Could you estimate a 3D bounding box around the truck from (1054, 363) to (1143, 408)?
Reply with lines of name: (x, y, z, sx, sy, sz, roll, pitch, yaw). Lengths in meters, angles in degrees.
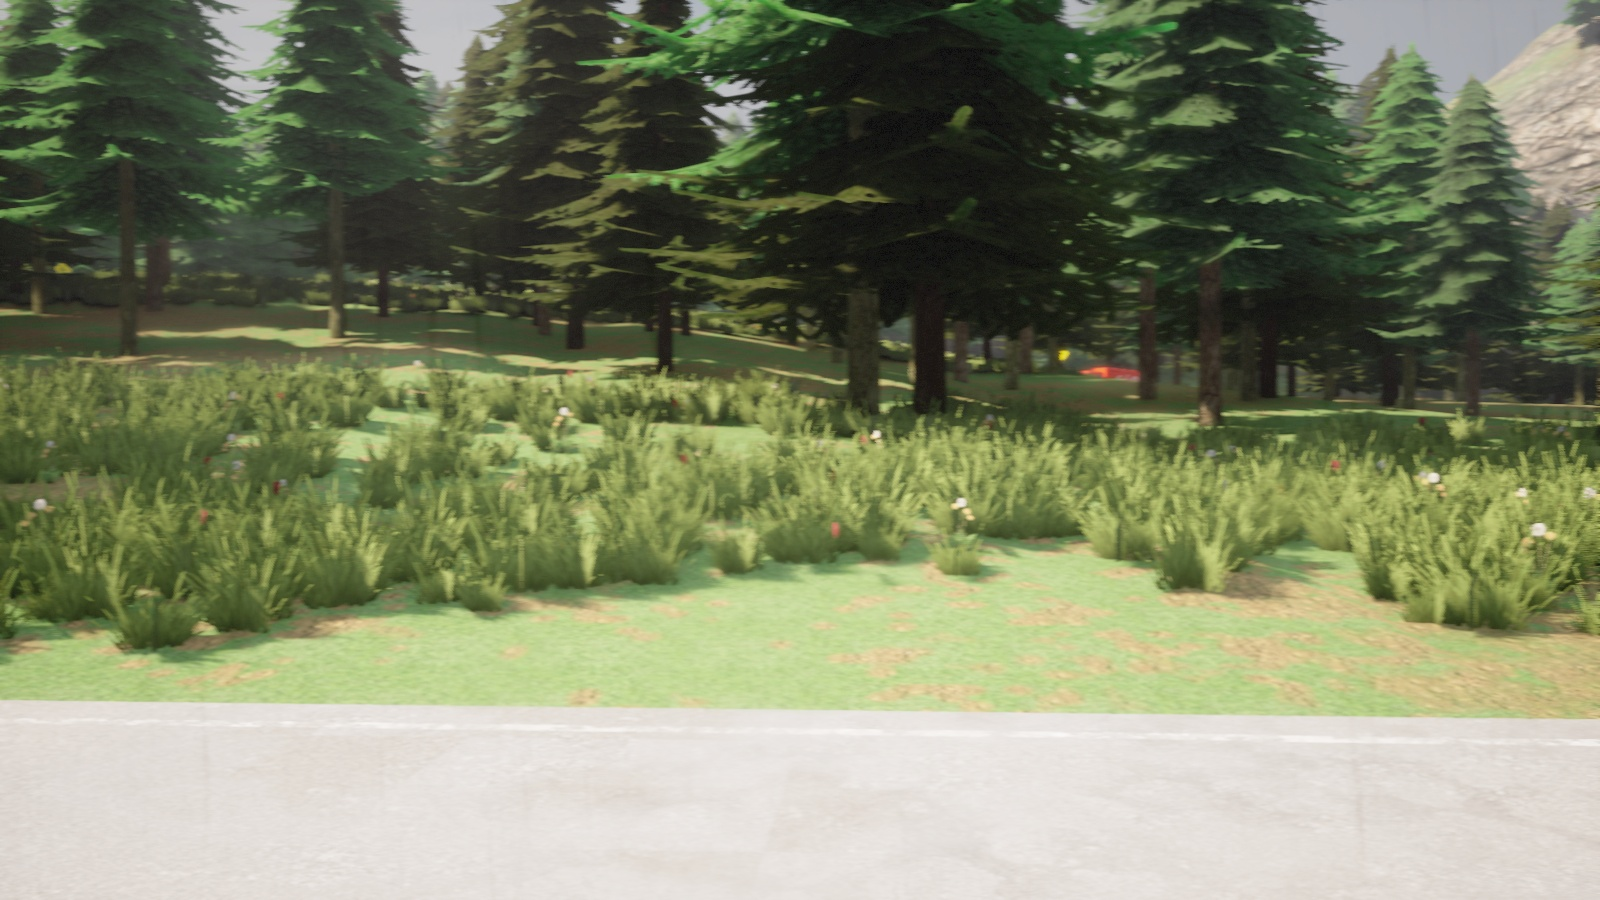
truck: (20.160, -4.315, 84.917, 5.204, 2.467, 2.627, 4, -1, -23)
